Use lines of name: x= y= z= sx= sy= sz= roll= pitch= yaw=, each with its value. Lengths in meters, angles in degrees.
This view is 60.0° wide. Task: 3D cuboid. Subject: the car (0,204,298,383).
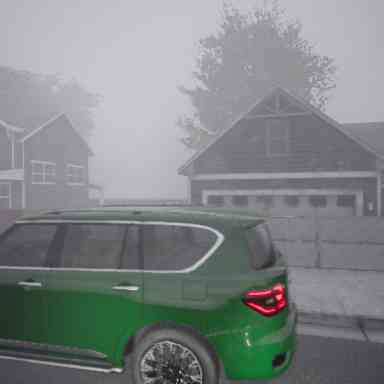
car: x=-1.430 y=1.214 z=4.658 sx=5.566 sy=2.045 sz=2.150 roll=0 pitch=1 yaw=14
